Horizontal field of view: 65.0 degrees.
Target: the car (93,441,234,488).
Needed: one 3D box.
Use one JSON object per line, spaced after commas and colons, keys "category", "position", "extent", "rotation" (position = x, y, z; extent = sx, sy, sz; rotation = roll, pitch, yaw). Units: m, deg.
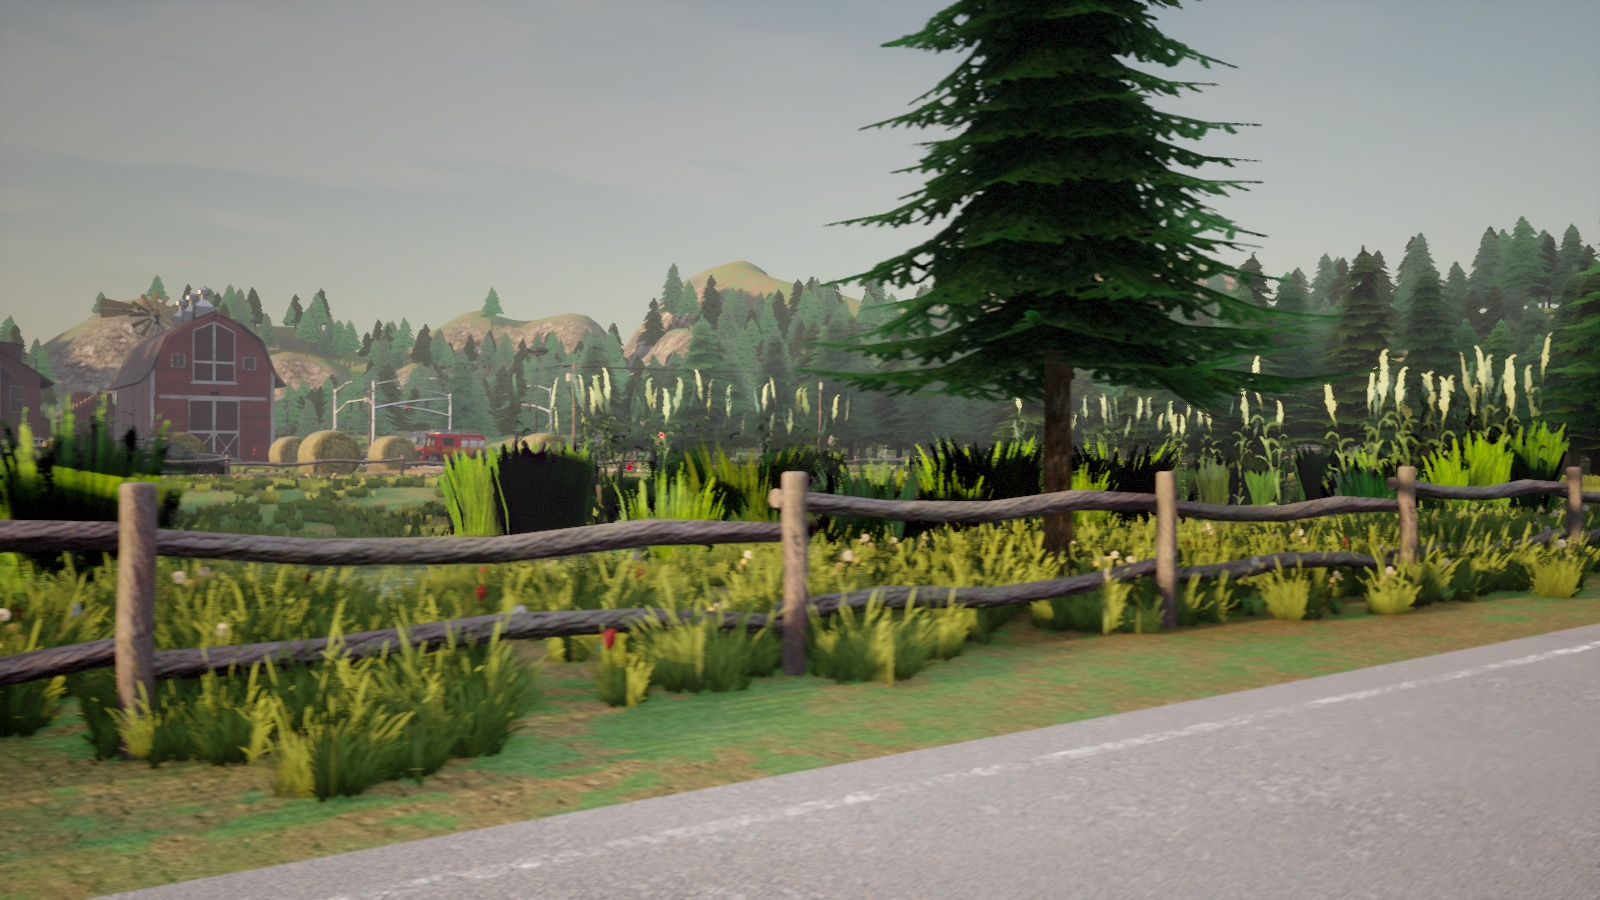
{"category": "car", "position": [-29.112, 0.642, 57.505], "extent": [5.566, 2.045, 2.150], "rotation": [0, 0, -33]}
